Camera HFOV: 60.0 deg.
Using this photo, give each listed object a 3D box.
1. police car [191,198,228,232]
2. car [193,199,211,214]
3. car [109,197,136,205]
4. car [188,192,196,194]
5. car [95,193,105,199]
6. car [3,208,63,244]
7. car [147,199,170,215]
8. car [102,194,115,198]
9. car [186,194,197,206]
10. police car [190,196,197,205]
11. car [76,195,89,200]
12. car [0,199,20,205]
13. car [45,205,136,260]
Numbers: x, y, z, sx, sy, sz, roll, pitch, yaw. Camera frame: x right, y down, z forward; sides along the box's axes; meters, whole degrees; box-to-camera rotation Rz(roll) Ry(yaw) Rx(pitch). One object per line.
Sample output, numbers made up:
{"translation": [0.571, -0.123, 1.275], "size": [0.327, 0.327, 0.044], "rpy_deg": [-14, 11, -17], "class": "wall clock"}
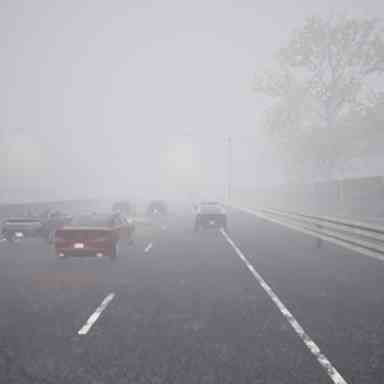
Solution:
{"translation": [1.044, 1.420, 20.189], "size": [1.930, 1.638, 5.238], "rpy_deg": [0, 0, 0], "class": "police car"}
{"translation": [1.040, 1.499, 36.081], "size": [1.837, 1.490, 4.892], "rpy_deg": [0, 0, 0], "class": "car"}
{"translation": [-6.910, 1.497, 33.738], "size": [1.837, 1.490, 4.892], "rpy_deg": [0, 0, 0], "class": "car"}
{"translation": [-0.020, 1.072, 73.387], "size": [2.150, 2.045, 5.566], "rpy_deg": [0, 0, 0], "class": "car"}
{"translation": [-21.022, 1.121, 77.793], "size": [2.097, 1.767, 4.553], "rpy_deg": [0, 0, 0], "class": "car"}
{"translation": [-6.906, 1.487, 15.741], "size": [2.128, 1.511, 4.902], "rpy_deg": [0, 0, 0], "class": "car"}
{"translation": [-3.411, 1.497, 33.705], "size": [1.837, 1.490, 4.892], "rpy_deg": [0, 0, 0], "class": "car"}
{"translation": [-17.520, 1.507, 72.491], "size": [1.994, 1.385, 4.181], "rpy_deg": [0, 0, 0], "class": "car"}
{"translation": [-0.015, 1.541, 53.948], "size": [2.033, 1.411, 5.357], "rpy_deg": [0, 0, 0], "class": "car"}
{"translation": [1.042, 1.419, 30.190], "size": [1.930, 1.638, 5.238], "rpy_deg": [0, 0, 0], "class": "police car"}
{"translation": [-24.521, 1.456, 74.713], "size": [1.812, 1.442, 4.674], "rpy_deg": [0, 0, 0], "class": "car"}
{"translation": [-17.605, 1.593, 31.537], "size": [1.895, 1.301, 4.718], "rpy_deg": [0, 0, 0], "class": "car"}
{"translation": [-3.402, 1.474, 12.503], "size": [1.882, 1.535, 5.008], "rpy_deg": [0, 0, 0], "class": "car"}
